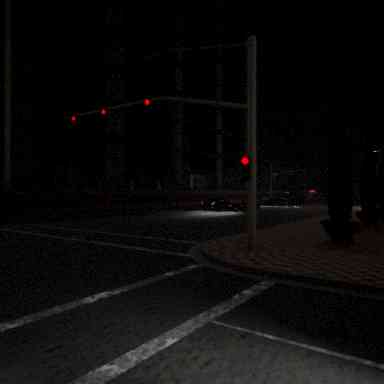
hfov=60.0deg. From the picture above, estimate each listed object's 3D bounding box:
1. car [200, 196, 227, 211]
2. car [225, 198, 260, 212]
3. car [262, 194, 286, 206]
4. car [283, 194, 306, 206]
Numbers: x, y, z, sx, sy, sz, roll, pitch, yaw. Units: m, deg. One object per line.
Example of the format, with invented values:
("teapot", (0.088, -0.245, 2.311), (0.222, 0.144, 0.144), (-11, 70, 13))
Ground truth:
("car", (2.950, 1.338, 40.253), (2.097, 1.767, 4.553), (0, 0, 36))
("car", (6.117, 1.589, 38.663), (1.895, 1.301, 4.718), (0, 0, 36))
("car", (14.007, 1.577, 55.374), (2.033, 1.411, 5.357), (0, 0, 36))
("car", (16.842, 1.549, 53.322), (1.837, 1.490, 4.892), (0, 0, 36))
